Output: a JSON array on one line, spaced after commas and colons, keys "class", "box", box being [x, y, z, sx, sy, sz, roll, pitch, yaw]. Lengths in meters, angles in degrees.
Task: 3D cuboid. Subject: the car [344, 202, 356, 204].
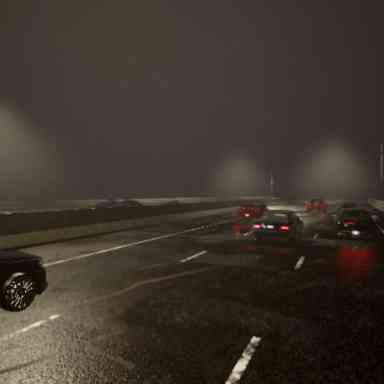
[{"class": "car", "box": [16.559, 1.765, 34.938, 1.994, 1.385, 4.181, 0, 0, 25]}]

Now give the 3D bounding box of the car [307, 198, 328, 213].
[{"class": "car", "box": [15.347, 1.562, 40.573, 2.097, 1.767, 4.553, 0, 0, 25]}]

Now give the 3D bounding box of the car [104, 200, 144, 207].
[{"class": "car", "box": [-6.744, 1.553, 34.992, 1.812, 1.442, 4.674, 0, 0, 25]}]

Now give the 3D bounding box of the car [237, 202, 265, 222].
[{"class": "car", "box": [5.098, 1.569, 26.784, 1.882, 1.535, 5.008, 0, 0, 25]}]

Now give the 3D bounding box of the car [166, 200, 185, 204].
[{"class": "car", "box": [-1.847, 1.634, 37.241, 1.994, 1.385, 4.181, 0, 0, 25]}]

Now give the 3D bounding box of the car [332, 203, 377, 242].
[{"class": "car", "box": [8.470, 1.599, 17.353, 1.837, 1.490, 4.892, 0, 0, 25]}]

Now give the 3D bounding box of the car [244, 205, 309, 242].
[{"class": "car", "box": [4.511, 1.611, 17.044, 2.033, 1.411, 5.357, 0, 0, 24]}]

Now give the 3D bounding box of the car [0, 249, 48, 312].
[{"class": "car", "box": [-4.580, 1.467, 5.213, 2.128, 1.511, 4.902, 0, 0, 24]}]

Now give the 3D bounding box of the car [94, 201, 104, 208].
[{"class": "car", "box": [-9.274, 1.582, 37.861, 1.994, 1.385, 4.181, 0, 0, 25]}]
